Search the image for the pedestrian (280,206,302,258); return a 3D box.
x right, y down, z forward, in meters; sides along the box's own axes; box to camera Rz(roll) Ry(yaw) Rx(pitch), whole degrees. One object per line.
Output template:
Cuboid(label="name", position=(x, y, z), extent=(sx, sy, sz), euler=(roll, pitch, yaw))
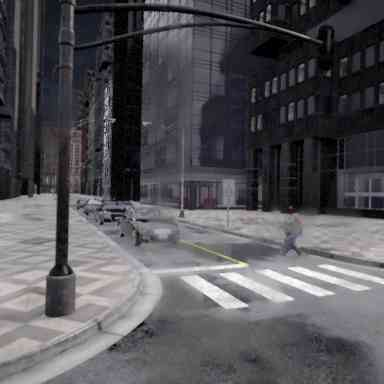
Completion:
Cuboid(label="pedestrian", position=(3.416, 1.344, 11.492), extent=(0.375, 1.860, 0.375), euler=(2, -1, -23))

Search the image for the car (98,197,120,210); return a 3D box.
Cuboid(label="car", position=(-11.231, 1.474, 44.704), extent=(2.128, 1.511, 4.902), euler=(1, 0, -23))

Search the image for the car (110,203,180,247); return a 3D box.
Cuboid(label="car", position=(-2.082, 1.456, 15.052), extent=(2.128, 1.511, 4.902), euler=(1, 0, -23))

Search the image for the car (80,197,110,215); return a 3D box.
Cuboid(label="car", position=(-9.580, 1.469, 32.686), extent=(1.812, 1.442, 4.674), euler=(1, 0, -23))

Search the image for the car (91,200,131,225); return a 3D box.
Cuboid(label="car", position=(-5.675, 1.521, 23.500), extent=(1.994, 1.385, 4.181), euler=(1, 0, -23))

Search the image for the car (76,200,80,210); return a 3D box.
Cuboid(label="car", position=(-13.460, 1.483, 41.899), extent=(1.994, 1.385, 4.181), euler=(1, 0, -22))

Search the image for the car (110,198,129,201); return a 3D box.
Cuboid(label="car", position=(-7.369, 1.574, 35.601), extent=(1.994, 1.385, 4.181), euler=(1, 0, -23))

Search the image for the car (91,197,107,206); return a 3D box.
Cuboid(label="car", position=(-14.887, 1.545, 53.257), extent=(1.895, 1.301, 4.718), euler=(1, 0, -23))
